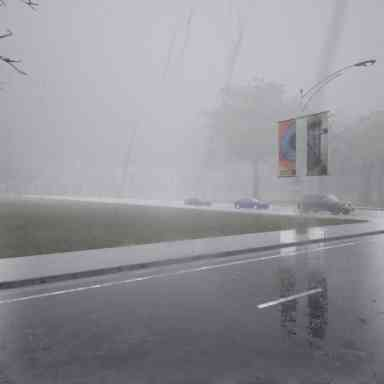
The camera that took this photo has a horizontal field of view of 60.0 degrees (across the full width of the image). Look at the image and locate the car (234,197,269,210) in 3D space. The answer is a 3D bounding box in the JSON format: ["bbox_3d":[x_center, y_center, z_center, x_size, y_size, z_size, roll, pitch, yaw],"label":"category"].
[{"bbox_3d":[7.510,1.444,42.239,1.882,1.535,5.008,0,0,-36],"label":"car"}]

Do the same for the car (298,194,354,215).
[{"bbox_3d":[13.524,1.224,34.007,2.150,2.045,5.566,0,0,-36],"label":"car"}]

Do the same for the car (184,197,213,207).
[{"bbox_3d":[0.933,1.480,51.258,2.033,1.411,5.357,0,0,-36],"label":"car"}]
